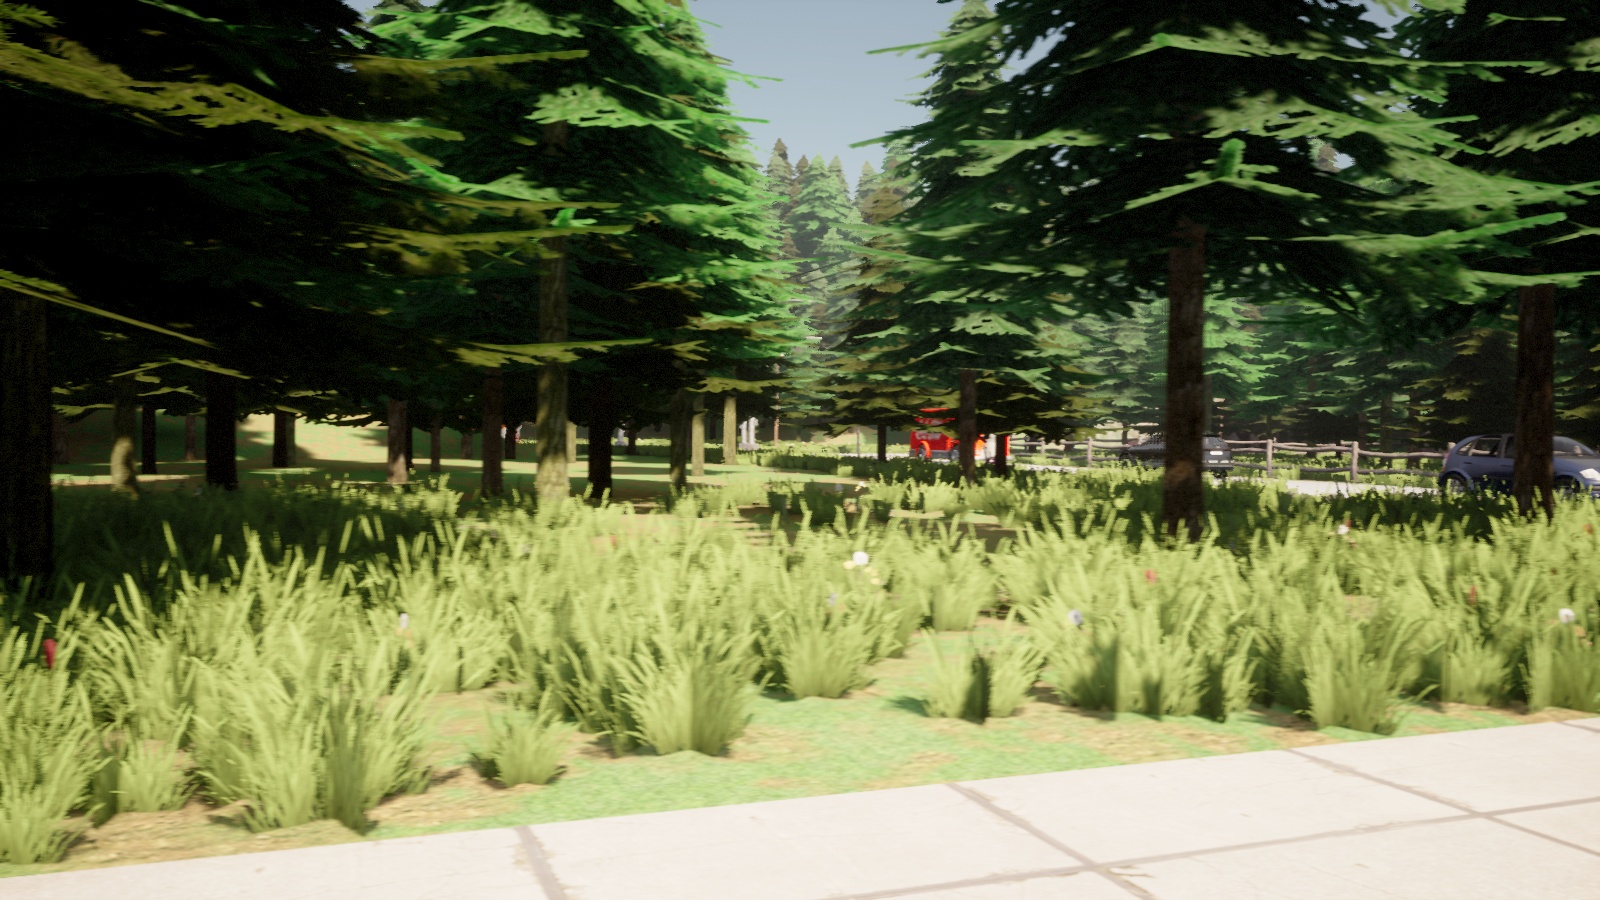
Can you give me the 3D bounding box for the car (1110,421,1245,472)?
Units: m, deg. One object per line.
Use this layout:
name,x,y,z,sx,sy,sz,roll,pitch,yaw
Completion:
car,13.073,-0.153,43.805,2.033,1.649,4.856,-1,1,-20

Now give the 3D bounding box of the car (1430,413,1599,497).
car,15.558,0.064,26.376,1.851,1.617,3.988,-1,1,-19

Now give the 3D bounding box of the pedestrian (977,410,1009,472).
pedestrian,6.237,-0.294,40.579,0.659,1.952,0.873,-1,1,-21

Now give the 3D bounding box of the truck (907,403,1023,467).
truck,6.651,-0.624,51.390,2.627,2.467,5.204,-1,1,-20
